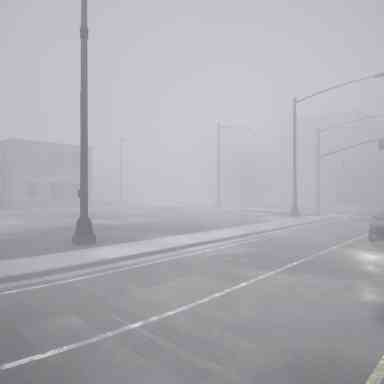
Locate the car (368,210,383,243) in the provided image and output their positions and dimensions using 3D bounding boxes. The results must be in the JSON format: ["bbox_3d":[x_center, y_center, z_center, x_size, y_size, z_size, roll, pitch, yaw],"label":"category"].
[{"bbox_3d":[9.663,1.477,15.414,1.882,1.535,5.008,0,0,41],"label":"car"}]
